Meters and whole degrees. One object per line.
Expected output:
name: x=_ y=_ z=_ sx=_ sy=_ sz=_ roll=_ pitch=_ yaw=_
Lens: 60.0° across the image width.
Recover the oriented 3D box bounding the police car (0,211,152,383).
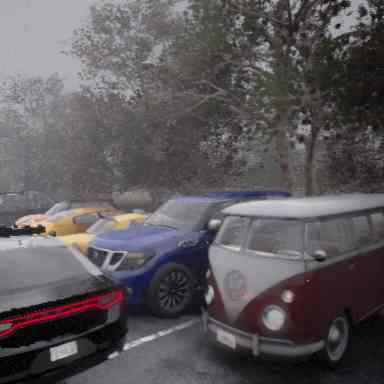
police car: x=-2.941 y=1.363 z=5.268 sx=1.930 sy=1.638 sz=5.238 roll=-3 pitch=2 yaw=-40

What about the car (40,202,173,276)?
car: x=-1.285 y=1.267 z=9.774 sx=5.366 sy=1.575 sz=1.946 roll=-3 pitch=2 yaw=-40

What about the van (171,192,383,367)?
van: x=2.076 y=1.064 z=5.321 sx=4.442 sy=1.987 sz=1.878 roll=-3 pitch=2 yaw=-40

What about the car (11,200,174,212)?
car: x=-3.308 y=1.272 z=11.871 sx=5.008 sy=1.535 sz=2.097 roll=-3 pitch=2 yaw=-40

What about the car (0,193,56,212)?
car: x=-12.454 y=1.145 z=22.400 sx=5.366 sy=1.575 sz=1.946 roll=-3 pitch=3 yaw=-40

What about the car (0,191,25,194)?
car: x=-17.638 y=0.967 z=28.798 sx=4.892 sy=1.521 sz=2.231 roll=-3 pitch=3 yaw=-40
